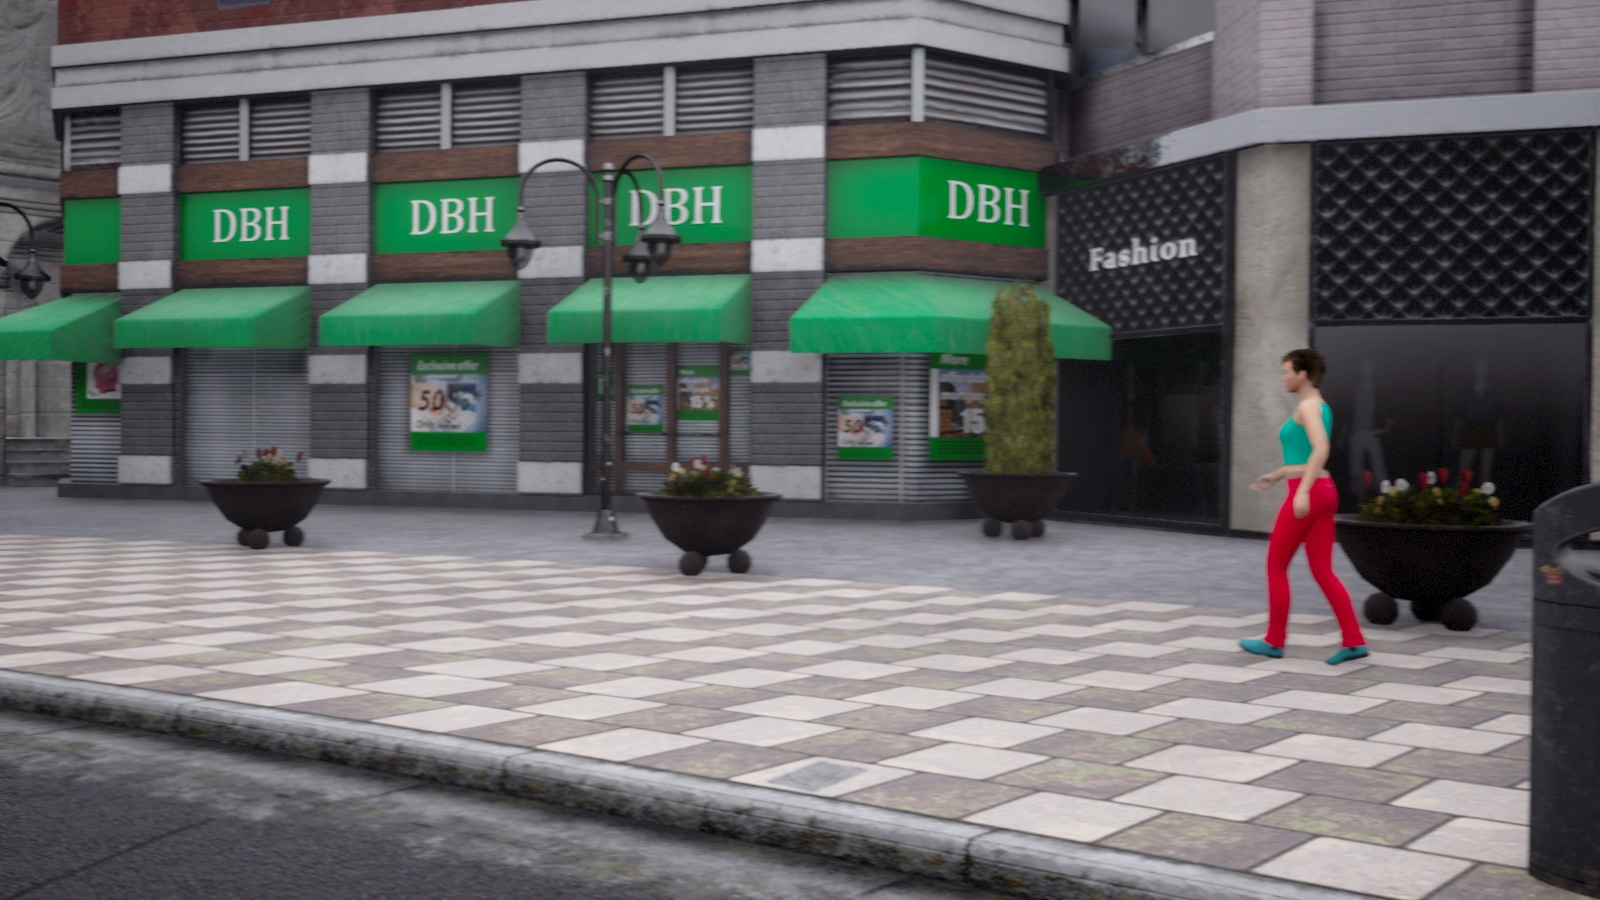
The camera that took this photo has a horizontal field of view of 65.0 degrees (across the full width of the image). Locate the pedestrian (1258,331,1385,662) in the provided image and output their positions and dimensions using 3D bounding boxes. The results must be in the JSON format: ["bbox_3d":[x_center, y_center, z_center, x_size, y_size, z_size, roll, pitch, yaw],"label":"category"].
[{"bbox_3d":[3.018,0.256,7.276,0.594,1.836,0.345,0,1,41],"label":"pedestrian"}]
